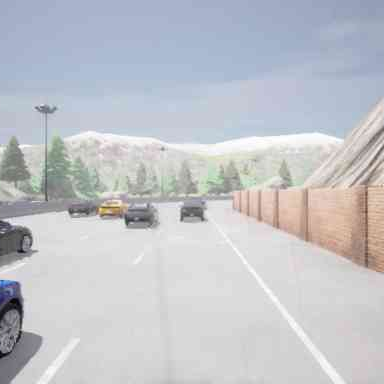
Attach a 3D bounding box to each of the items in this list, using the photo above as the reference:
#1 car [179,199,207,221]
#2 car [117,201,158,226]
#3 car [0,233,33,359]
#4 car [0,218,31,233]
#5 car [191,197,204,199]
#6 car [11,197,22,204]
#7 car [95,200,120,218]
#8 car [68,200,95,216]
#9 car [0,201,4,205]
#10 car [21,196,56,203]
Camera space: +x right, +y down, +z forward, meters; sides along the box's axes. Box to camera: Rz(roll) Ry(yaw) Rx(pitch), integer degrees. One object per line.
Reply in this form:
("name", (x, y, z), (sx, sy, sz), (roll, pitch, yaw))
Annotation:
("car", (0.004, 1.506, 27.256), (1.837, 1.490, 4.892), (0, -1, 0))
("car", (-3.483, 1.497, 23.319), (2.128, 1.511, 4.902), (0, 0, 0))
("car", (-3.411, 1.478, 2.951), (1.882, 1.535, 5.008), (0, 0, 0))
("car", (-6.938, 1.508, 10.653), (1.837, 1.490, 4.892), (0, 0, 0))
("car", (0.760, 1.361, 42.923), (2.097, 1.767, 4.553), (0, 0, 8))
("car", (-23.577, 1.361, 47.320), (2.097, 1.767, 4.553), (0, 0, 9))
("car", (-7.001, 1.484, 30.361), (1.882, 1.535, 5.008), (0, 0, 0))
("car", (-10.495, 1.499, 32.553), (2.128, 1.511, 4.902), (0, 0, 0))
("car", (-27.388, 1.574, 44.774), (1.994, 1.385, 4.181), (0, 0, 6))
("car", (-20.340, 1.487, 45.024), (1.882, 1.535, 5.008), (0, 0, 7))
